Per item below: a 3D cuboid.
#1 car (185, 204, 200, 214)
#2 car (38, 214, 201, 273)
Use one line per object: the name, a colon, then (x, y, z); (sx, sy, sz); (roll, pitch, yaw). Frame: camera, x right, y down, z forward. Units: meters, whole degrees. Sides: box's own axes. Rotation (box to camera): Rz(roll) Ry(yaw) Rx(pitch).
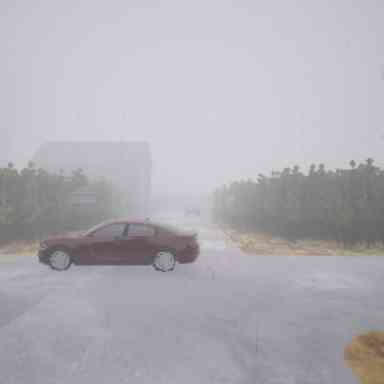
car: (0.046, 2.500, 47.787); (2.097, 1.767, 4.553); (0, -1, 0)
car: (-2.229, 1.588, 10.579); (5.008, 1.535, 1.882); (0, -1, 0)
